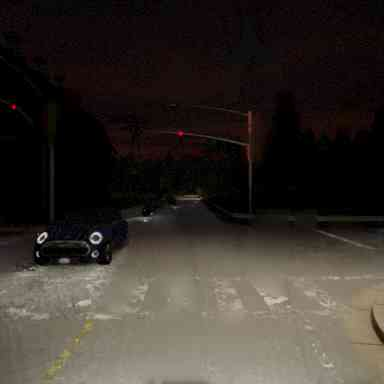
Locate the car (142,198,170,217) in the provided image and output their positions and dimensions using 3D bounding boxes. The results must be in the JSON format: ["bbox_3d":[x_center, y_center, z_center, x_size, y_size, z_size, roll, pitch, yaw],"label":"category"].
[{"bbox_3d":[-3.538,1.547,31.909,2.033,1.411,5.357,0,0,0],"label":"car"}]

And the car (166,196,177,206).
[{"bbox_3d":[-3.480,1.505,53.874,1.837,1.490,4.892,0,0,0],"label":"car"}]

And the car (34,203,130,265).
[{"bbox_3d":[-3.575,1.335,11.569,2.097,1.767,4.553,0,0,0],"label":"car"}]
